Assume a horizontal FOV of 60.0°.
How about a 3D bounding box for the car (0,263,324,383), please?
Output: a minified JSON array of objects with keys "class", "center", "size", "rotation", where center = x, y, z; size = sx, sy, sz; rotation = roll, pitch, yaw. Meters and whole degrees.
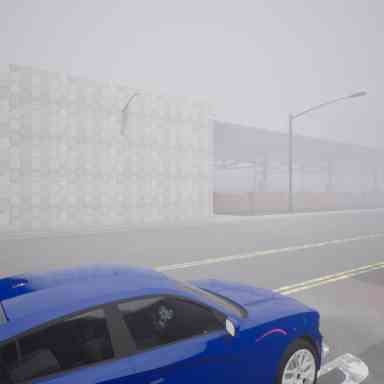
[{"class":"car","center":[-0.743,1.478,3.220],"size":[5.008,1.535,1.882],"rotation":[0,0,-36]}]
